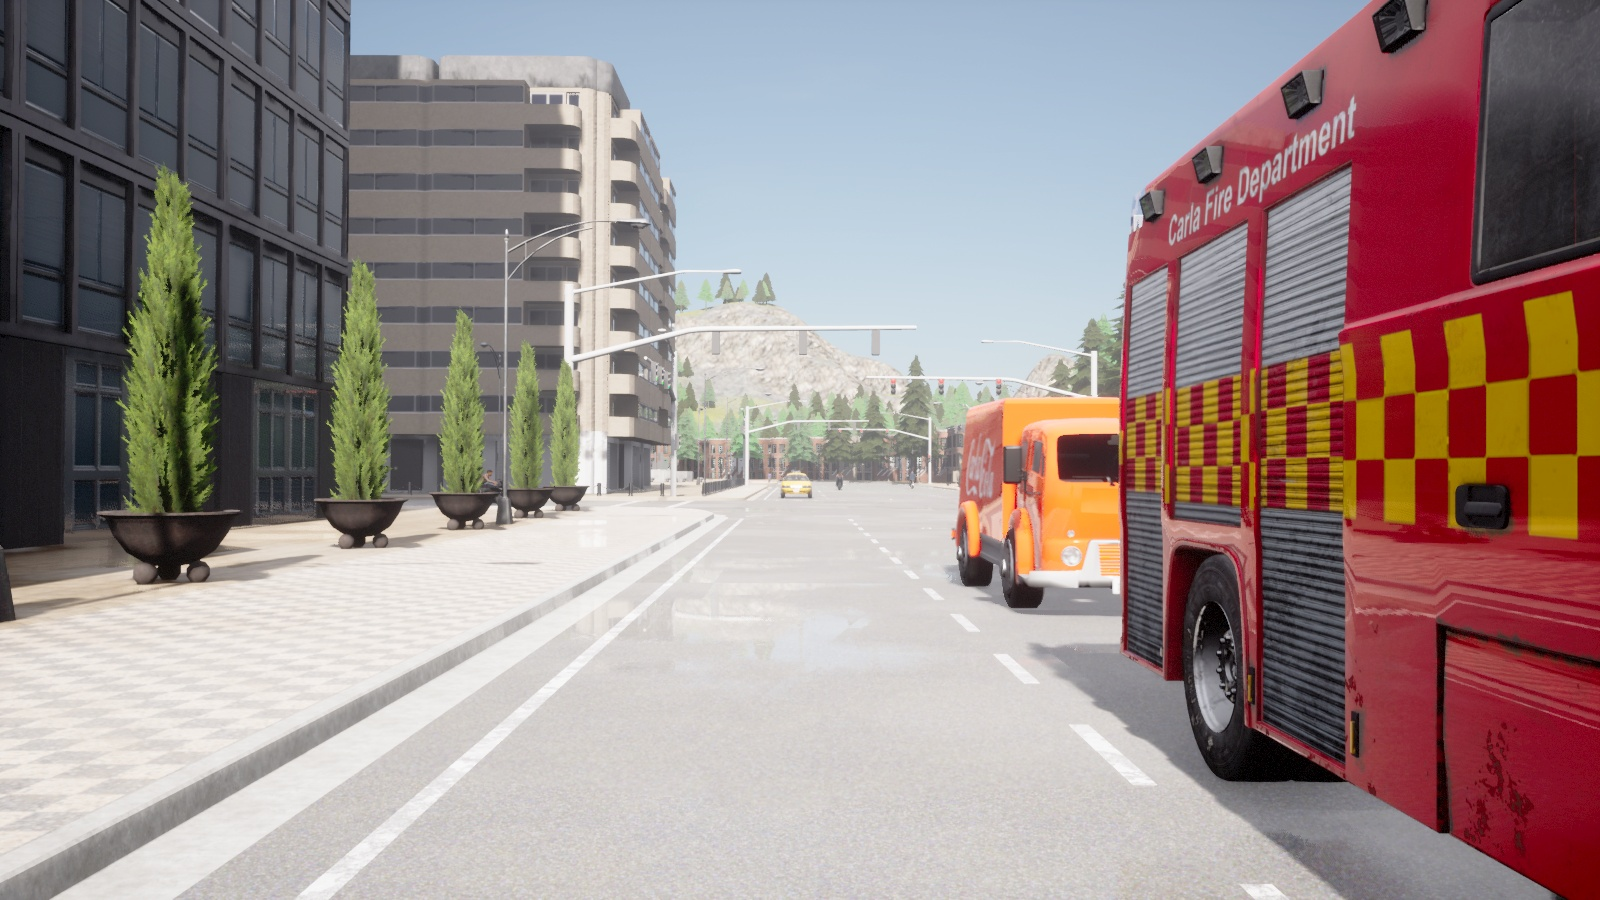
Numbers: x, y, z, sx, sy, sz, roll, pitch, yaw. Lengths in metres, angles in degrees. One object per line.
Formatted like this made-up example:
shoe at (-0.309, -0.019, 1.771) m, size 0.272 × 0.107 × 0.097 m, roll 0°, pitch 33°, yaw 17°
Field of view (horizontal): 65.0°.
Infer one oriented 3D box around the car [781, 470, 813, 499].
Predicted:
car at (-0.191, 1.982, 73.270) m, size 1.801 × 1.575 × 5.366 m, roll 0°, pitch -1°, yaw 0°

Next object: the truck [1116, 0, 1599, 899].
truck at (3.485, -0.301, 3.774) m, size 2.891 × 3.827 × 8.468 m, roll 0°, pitch -1°, yaw 0°

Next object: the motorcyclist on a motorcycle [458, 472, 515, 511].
motorcyclist on a motorcycle at (-12.417, 1.625, 49.796) m, size 2.044 × 1.523 × 0.797 m, roll 0°, pitch -1°, yaw 0°

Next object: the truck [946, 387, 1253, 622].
truck at (3.463, 0.562, 15.860) m, size 2.627 × 2.467 × 5.204 m, roll 0°, pitch 0°, yaw 0°
